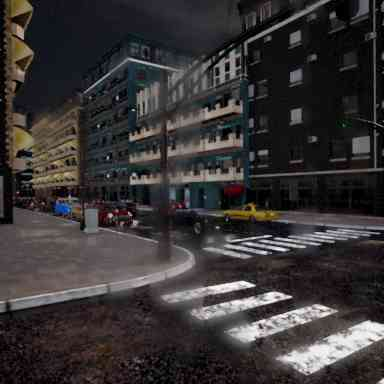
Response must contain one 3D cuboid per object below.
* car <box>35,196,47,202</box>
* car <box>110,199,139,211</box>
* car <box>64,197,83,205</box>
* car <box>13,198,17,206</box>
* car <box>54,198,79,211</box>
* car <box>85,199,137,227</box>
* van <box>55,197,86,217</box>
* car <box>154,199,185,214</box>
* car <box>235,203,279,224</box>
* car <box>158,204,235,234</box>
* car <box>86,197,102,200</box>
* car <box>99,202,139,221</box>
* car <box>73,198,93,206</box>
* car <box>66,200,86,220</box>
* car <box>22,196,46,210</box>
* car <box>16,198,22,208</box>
[{"bbox_3d":[-37.561,1.728,82.873,1.887,1.381,4.507,-1,1,-35],"label":"car"},{"bbox_3d":[-8.645,1.581,42.317,2.008,1.369,4.403,-1,1,-35],"label":"car"},{"bbox_3d":[-21.497,1.645,60.342,2.008,1.369,4.403,-1,1,-35],"label":"car"},{"bbox_3d":[-31.533,1.782,59.984,1.887,1.381,4.507,-1,1,-35],"label":"car"},{"bbox_3d":[-16.434,1.609,43.334,1.882,1.535,5.008,-1,0,-35],"label":"car"},{"bbox_3d":[-5.831,1.552,23.935,1.967,1.590,4.097,-1,1,-35],"label":"car"},{"bbox_3d":[-12.258,1.483,32.945,1.690,1.788,3.998,-1,1,-35],"label":"van"},{"bbox_3d":[-2.221,1.441,33.304,1.967,1.590,4.097,-1,1,-35],"label":"car"},{"bbox_3d":[4.108,1.498,24.431,1.752,1.417,4.829,-1,1,-35],"label":"car"},{"bbox_3d":[0.136,1.657,20.031,1.895,1.301,4.718,-1,0,-35],"label":"car"},{"bbox_3d":[-15.073,1.501,51.328,1.967,1.590,4.097,-1,1,-35],"label":"car"},{"bbox_3d":[-6.519,1.650,29.366,1.994,1.385,4.181,-1,0,-36],"label":"car"},{"bbox_3d":[-18.284,1.643,55.836,1.947,1.339,4.313,-1,1,-35],"label":"car"},{"bbox_3d":[-8.943,1.652,28.302,1.752,1.417,4.829,-1,1,-35],"label":"car"},{"bbox_3d":[-21.896,1.628,46.464,1.967,1.590,4.097,-1,1,-35],"label":"car"},{"bbox_3d":[-25.106,1.769,50.971,1.947,1.339,4.313,-1,1,-35],"label":"car"}]
